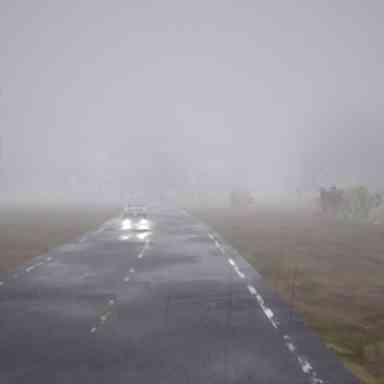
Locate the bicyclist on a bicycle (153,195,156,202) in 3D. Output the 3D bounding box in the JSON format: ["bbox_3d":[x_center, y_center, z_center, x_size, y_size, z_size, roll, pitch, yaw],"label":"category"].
[{"bbox_3d":[-7.176,1.312,63.837,0.582,1.620,1.656,0,0,-14],"label":"bicyclist on a bicycle"}]

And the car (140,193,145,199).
[{"bbox_3d":[-12.933,1.072,81.235,2.097,1.767,4.553,0,0,-19],"label":"car"}]

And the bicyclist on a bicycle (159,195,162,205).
[{"bbox_3d":[-5.122,1.326,54.994,0.582,1.620,1.656,0,0,-12],"label":"bicyclist on a bicycle"}]

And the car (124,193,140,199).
[{"bbox_3d":[-12.713,1.208,69.833,2.097,1.767,4.553,0,0,-15],"label":"car"}]

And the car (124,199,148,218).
[{"bbox_3d":[-4.888,1.530,29.305,1.895,1.301,4.718,0,0,-7],"label":"car"}]
